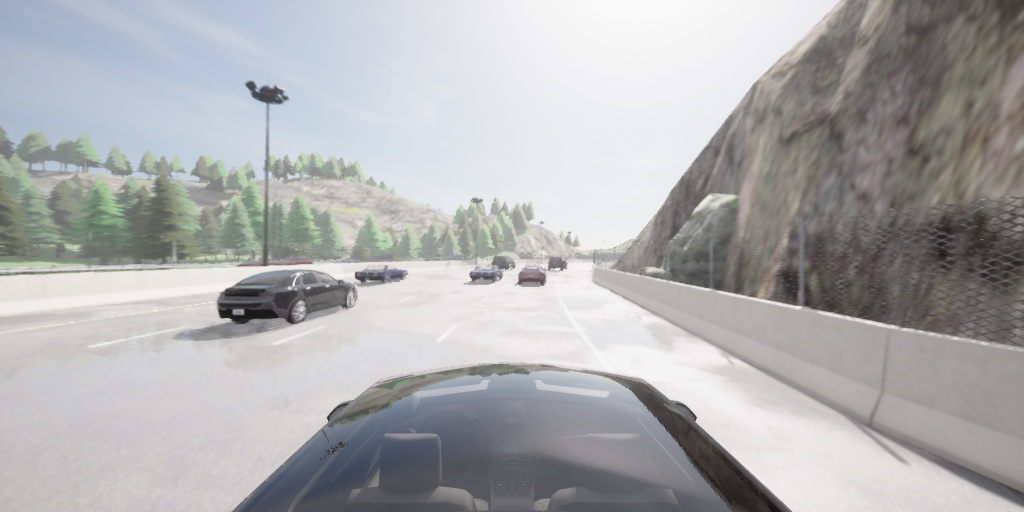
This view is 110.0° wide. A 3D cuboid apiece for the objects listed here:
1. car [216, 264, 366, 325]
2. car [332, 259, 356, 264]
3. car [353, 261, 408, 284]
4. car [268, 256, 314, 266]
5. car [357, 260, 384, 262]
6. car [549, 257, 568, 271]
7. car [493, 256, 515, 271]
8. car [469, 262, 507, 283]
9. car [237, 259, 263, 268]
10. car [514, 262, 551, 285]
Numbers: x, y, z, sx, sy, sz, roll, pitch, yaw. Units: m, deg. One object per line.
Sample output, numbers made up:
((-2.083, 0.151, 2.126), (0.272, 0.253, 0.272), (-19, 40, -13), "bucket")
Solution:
((-6.800, 1.174, 11.512), (1.837, 1.490, 4.892), (0, 0, 3), "car")
((-20.318, 1.070, 44.413), (2.033, 1.411, 5.357), (1, 0, 12), "car")
((-9.262, 1.253, 25.906), (1.895, 1.301, 4.718), (1, 0, 7), "car")
((-24.624, 0.811, 40.432), (2.097, 1.767, 4.553), (1, 0, 11), "car")
((-16.744, 1.134, 44.310), (1.994, 1.385, 4.181), (1, 0, 12), "car")
((6.842, 1.126, 53.111), (2.150, 2.045, 5.566), (0, 0, 17), "car")
((-1.079, 1.014, 50.625), (2.150, 2.045, 5.566), (0, 0, 16), "car")
((-1.896, 1.356, 28.448), (1.895, 1.301, 4.718), (1, 0, 9), "car")
((-28.247, 0.972, 40.127), (1.994, 1.385, 4.181), (1, 0, 10), "car")
((1.635, 1.366, 27.275), (1.994, 1.385, 4.181), (1, 0, 8), "car")
